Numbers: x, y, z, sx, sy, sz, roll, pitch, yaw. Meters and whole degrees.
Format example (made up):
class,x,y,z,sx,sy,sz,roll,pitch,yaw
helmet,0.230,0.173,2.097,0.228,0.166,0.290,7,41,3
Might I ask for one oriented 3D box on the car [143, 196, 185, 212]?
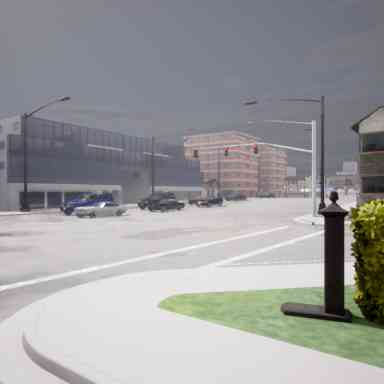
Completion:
class,x,y,z,sx,sy,sz,roll,pitch,yaw
car,-2.866,1.493,37.240,1.895,1.301,4.718,0,1,35

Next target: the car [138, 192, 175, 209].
class,x,y,z,sx,sy,sz,roll,pitch,yaw
car,-4.219,1.072,41.408,2.150,2.045,5.566,0,1,36

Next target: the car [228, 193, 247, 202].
class,x,y,z,sx,sy,sz,roll,pitch,yaw
car,7.713,0.892,58.405,2.033,1.411,5.357,0,1,35

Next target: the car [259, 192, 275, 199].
class,x,y,z,sx,sy,sz,roll,pitch,yaw
car,15.801,0.699,69.802,2.033,1.411,5.357,0,0,35

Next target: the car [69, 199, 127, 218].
class,x,y,z,sx,sy,sz,roll,pitch,yaw
car,-8.124,1.555,29.736,1.895,1.301,4.718,0,0,35

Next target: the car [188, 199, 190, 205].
class,x,y,z,sx,sy,sz,roll,pitch,yaw
car,1.383,1.247,49.400,1.895,1.301,4.718,0,2,35

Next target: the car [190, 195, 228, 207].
class,x,y,z,sx,sy,sz,roll,pitch,yaw
car,2.403,1.217,44.756,2.128,1.511,4.902,0,1,35

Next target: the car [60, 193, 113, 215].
class,x,y,z,sx,sy,sz,roll,pitch,yaw
car,-10.160,1.171,32.933,2.150,2.045,5.566,0,0,35
